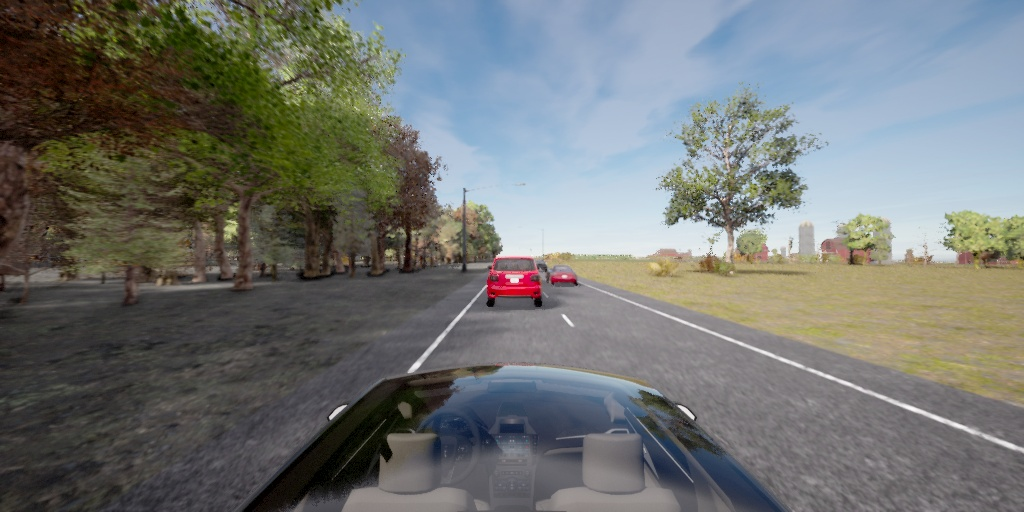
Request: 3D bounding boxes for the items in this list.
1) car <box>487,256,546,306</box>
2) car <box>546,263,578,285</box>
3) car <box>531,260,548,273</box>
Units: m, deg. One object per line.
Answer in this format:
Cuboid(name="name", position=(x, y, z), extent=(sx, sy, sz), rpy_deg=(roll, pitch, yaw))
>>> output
Cuboid(name="car", position=(0.098, 1.005, 15.978), extent=(2.150, 2.045, 5.566), rpy_deg=(0, 0, 0))
Cuboid(name="car", position=(3.587, 1.371, 26.478), extent=(1.994, 1.385, 4.181), rpy_deg=(0, 0, 0))
Cuboid(name="car", position=(3.594, 1.349, 47.396), extent=(1.837, 1.490, 4.892), rpy_deg=(0, 0, 0))
